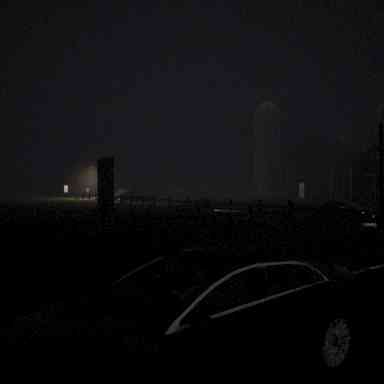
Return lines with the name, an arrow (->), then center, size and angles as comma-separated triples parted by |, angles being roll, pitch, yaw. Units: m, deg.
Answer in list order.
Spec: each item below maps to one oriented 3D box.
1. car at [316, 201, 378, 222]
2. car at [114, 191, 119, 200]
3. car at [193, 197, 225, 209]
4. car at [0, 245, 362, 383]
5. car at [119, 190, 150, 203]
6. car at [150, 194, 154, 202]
car -> 11.627, 1.408, 25.358 | 1.812, 1.442, 4.674 | 0, 1, -28
car -> -13.615, 0.619, 66.055 | 2.150, 2.045, 5.566 | -1, 1, -36
car -> 1.993, 1.282, 39.523 | 1.994, 1.385, 4.181 | -1, 1, -36
car -> 0.165, 1.492, 4.110 | 4.902, 1.511, 2.128 | 0, 0, -36
car -> -9.711, 0.748, 55.839 | 2.150, 2.045, 5.566 | -1, 1, -35
car -> -8.284, 0.979, 58.698 | 2.128, 1.511, 4.902 | -1, 1, -36
